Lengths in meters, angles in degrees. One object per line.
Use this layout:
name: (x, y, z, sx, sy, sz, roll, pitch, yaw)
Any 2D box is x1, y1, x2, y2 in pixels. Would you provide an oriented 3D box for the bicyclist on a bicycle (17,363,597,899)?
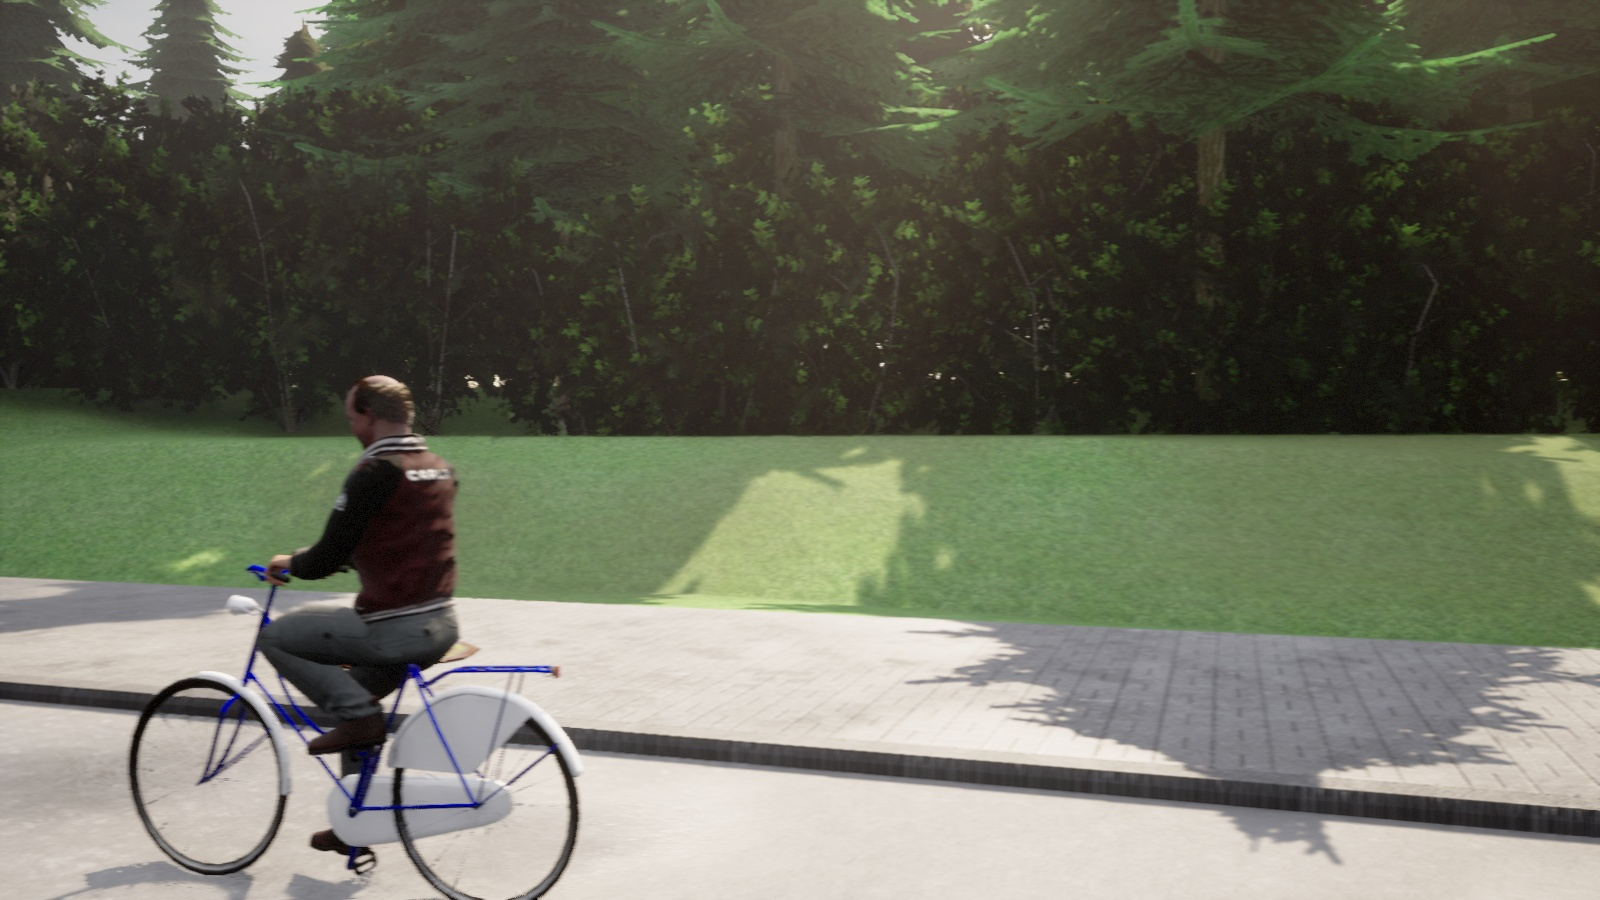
bicyclist on a bicycle: (-1.676, 0.622, 4.282, 1.843, 1.776, 0.659, 1, 1, 19)
